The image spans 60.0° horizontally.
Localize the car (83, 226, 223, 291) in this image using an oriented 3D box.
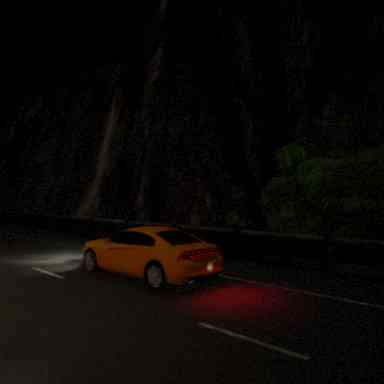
[{"bbox_3d":[-1.392,1.783,10.101,5.008,1.535,1.882,-1,-2,42],"label":"car"}]
